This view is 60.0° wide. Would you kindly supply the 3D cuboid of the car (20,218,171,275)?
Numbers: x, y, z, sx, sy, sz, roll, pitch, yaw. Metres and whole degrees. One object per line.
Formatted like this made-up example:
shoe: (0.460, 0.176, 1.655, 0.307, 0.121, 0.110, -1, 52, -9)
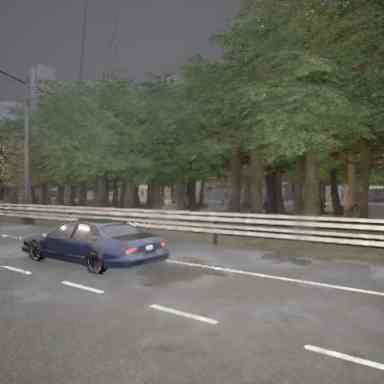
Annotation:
car: (-3.194, 1.550, 10.445, 5.357, 1.411, 2.033, 0, 0, 36)
